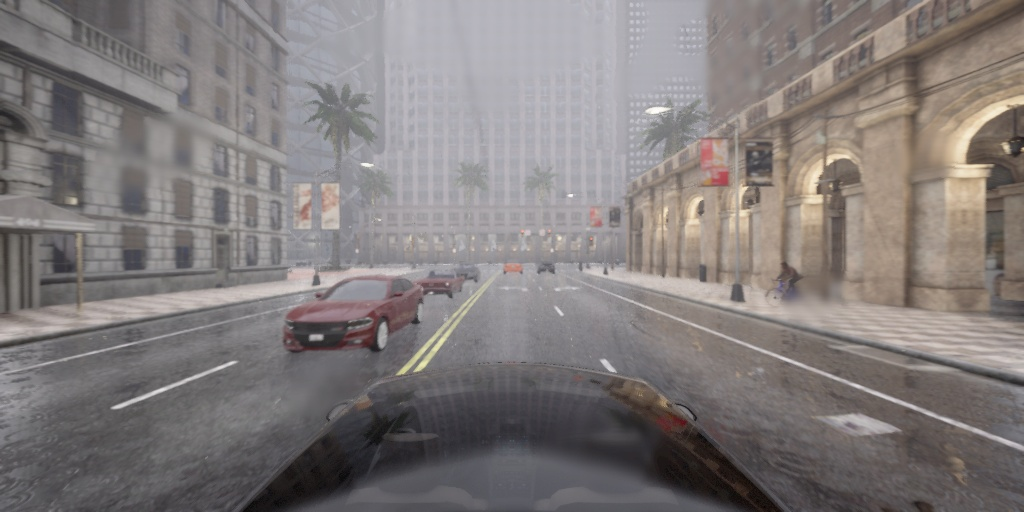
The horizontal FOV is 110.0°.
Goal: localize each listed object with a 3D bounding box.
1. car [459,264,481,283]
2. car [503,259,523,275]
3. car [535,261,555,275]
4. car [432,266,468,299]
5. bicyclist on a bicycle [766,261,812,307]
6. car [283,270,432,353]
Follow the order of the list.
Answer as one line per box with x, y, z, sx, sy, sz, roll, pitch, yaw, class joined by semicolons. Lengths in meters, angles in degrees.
-3.561;1.320;28.298;1.994;1.385;4.181;0;0;1;car
0.138;1.093;39.975;2.097;1.767;4.553;0;0;1;car
3.672;1.234;39.578;1.837;1.490;4.892;0;0;0;car
-3.638;1.360;18.424;1.895;1.301;4.718;0;0;0;car
9.799;1.015;12.699;1.656;1.620;0.582;0;0;0;bicyclist on a bicycle
-3.623;1.238;9.131;1.882;1.535;5.008;0;0;0;car
